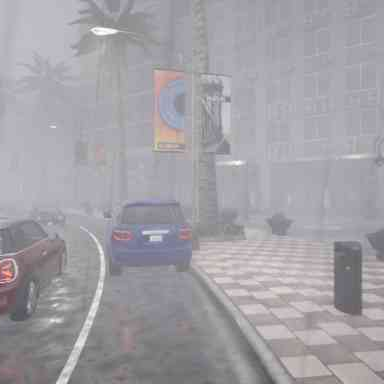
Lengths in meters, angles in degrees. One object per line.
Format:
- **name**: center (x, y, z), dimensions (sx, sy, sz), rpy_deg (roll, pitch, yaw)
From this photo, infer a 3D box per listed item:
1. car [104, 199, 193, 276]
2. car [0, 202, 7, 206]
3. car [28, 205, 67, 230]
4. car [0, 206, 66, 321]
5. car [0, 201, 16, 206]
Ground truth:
- **car**: center (-1.580, 1.220, 10.655), dimensions (2.150, 2.045, 5.566), rpy_deg (0, 0, -15)
- **car**: center (-11.756, 1.540, 18.588), dimensions (2.033, 1.411, 5.357), rpy_deg (0, 0, -28)
- **car**: center (-9.645, 1.596, 21.942), dimensions (1.895, 1.301, 4.718), rpy_deg (0, 0, -29)
- **car**: center (-4.161, 1.349, 7.265), dimensions (2.097, 1.767, 4.553), rpy_deg (0, 0, -11)
- **car**: center (-20.184, 1.588, 34.762), dimensions (4.718, 1.301, 1.895), rpy_deg (0, 0, 42)
